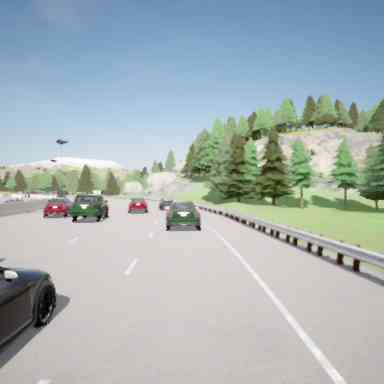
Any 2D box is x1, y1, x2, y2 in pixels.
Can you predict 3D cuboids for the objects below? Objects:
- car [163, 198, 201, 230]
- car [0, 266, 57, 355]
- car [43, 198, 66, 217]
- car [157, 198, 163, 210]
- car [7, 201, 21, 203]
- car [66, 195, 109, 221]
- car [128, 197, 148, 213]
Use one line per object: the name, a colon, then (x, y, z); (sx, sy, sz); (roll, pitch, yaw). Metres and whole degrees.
car: (-0.640, 1.351, 21.369); (2.097, 1.767, 4.553); (0, 0, -4)
car: (-3.424, 1.564, 4.347); (1.994, 1.385, 4.181); (0, 0, 0)
car: (-12.191, 1.351, 31.065); (2.097, 1.767, 4.553); (0, 0, -7)
car: (-3.236, 1.490, 41.923); (2.128, 1.511, 4.902); (0, 0, -10)
car: (-26.302, 1.599, 49.308); (1.895, 1.301, 4.718); (0, 0, -13)
car: (-8.157, 1.220, 26.960); (2.150, 2.045, 5.566); (0, 0, -6)
car: (-6.039, 1.351, 37.450); (2.097, 1.767, 4.553); (0, 0, -8)
